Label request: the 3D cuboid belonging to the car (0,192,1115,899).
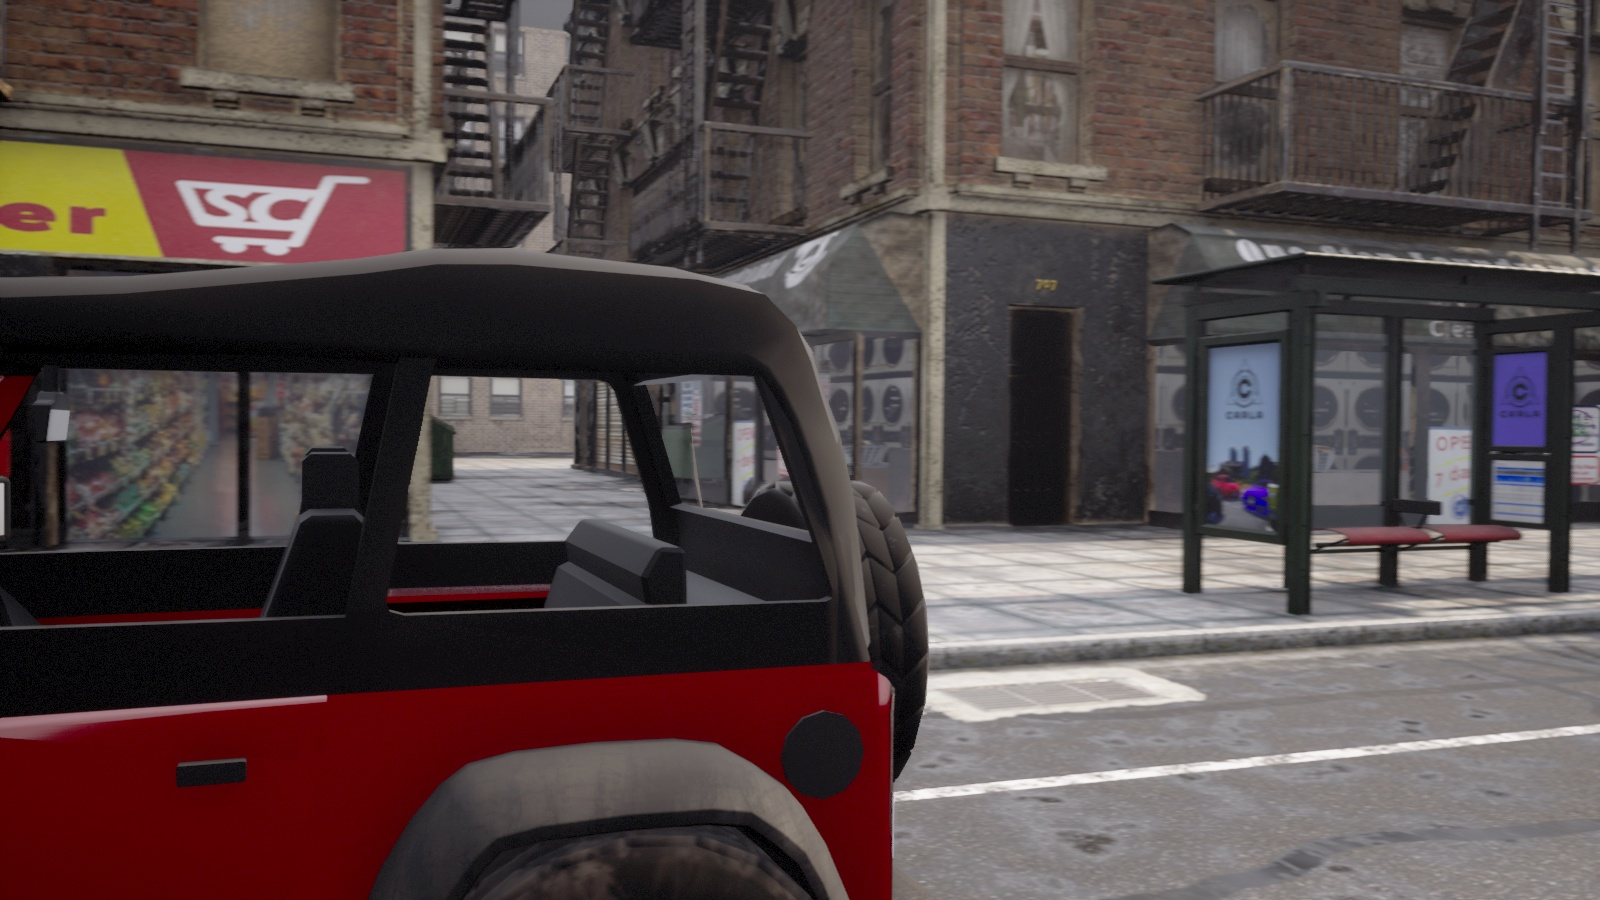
[{"bbox_3d":[-1.532,0.565,2.653,3.866,1.878,1.905,-1,1,-21],"label":"car"}]
